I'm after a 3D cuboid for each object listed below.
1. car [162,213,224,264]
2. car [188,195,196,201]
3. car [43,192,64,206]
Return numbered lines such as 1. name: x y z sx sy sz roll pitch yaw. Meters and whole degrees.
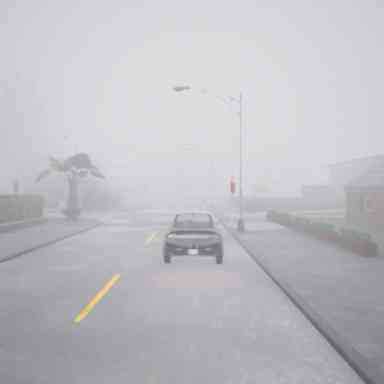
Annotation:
1. car: 0.056 1.472 11.709 2.128 1.511 4.902 0 0 1
2. car: 0.012 1.356 77.643 1.882 1.535 5.008 0 0 0
3. car: -19.751 0.920 46.090 1.905 1.878 3.866 0 0 35
